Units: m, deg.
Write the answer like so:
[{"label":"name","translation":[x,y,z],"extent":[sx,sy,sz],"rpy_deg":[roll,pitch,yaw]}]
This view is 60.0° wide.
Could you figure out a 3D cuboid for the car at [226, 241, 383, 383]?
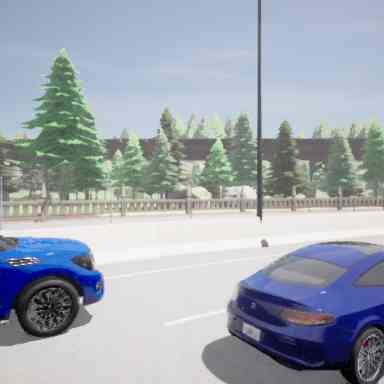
[{"label":"car","translation":[2.671,1.522,5.245],"extent":[4.674,1.442,1.812],"rpy_deg":[0,0,-32]}]

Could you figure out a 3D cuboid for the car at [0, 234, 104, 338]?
[{"label":"car","translation":[-4.213,1.222,4.954],"extent":[5.566,2.045,2.150],"rpy_deg":[0,0,-35]}]
